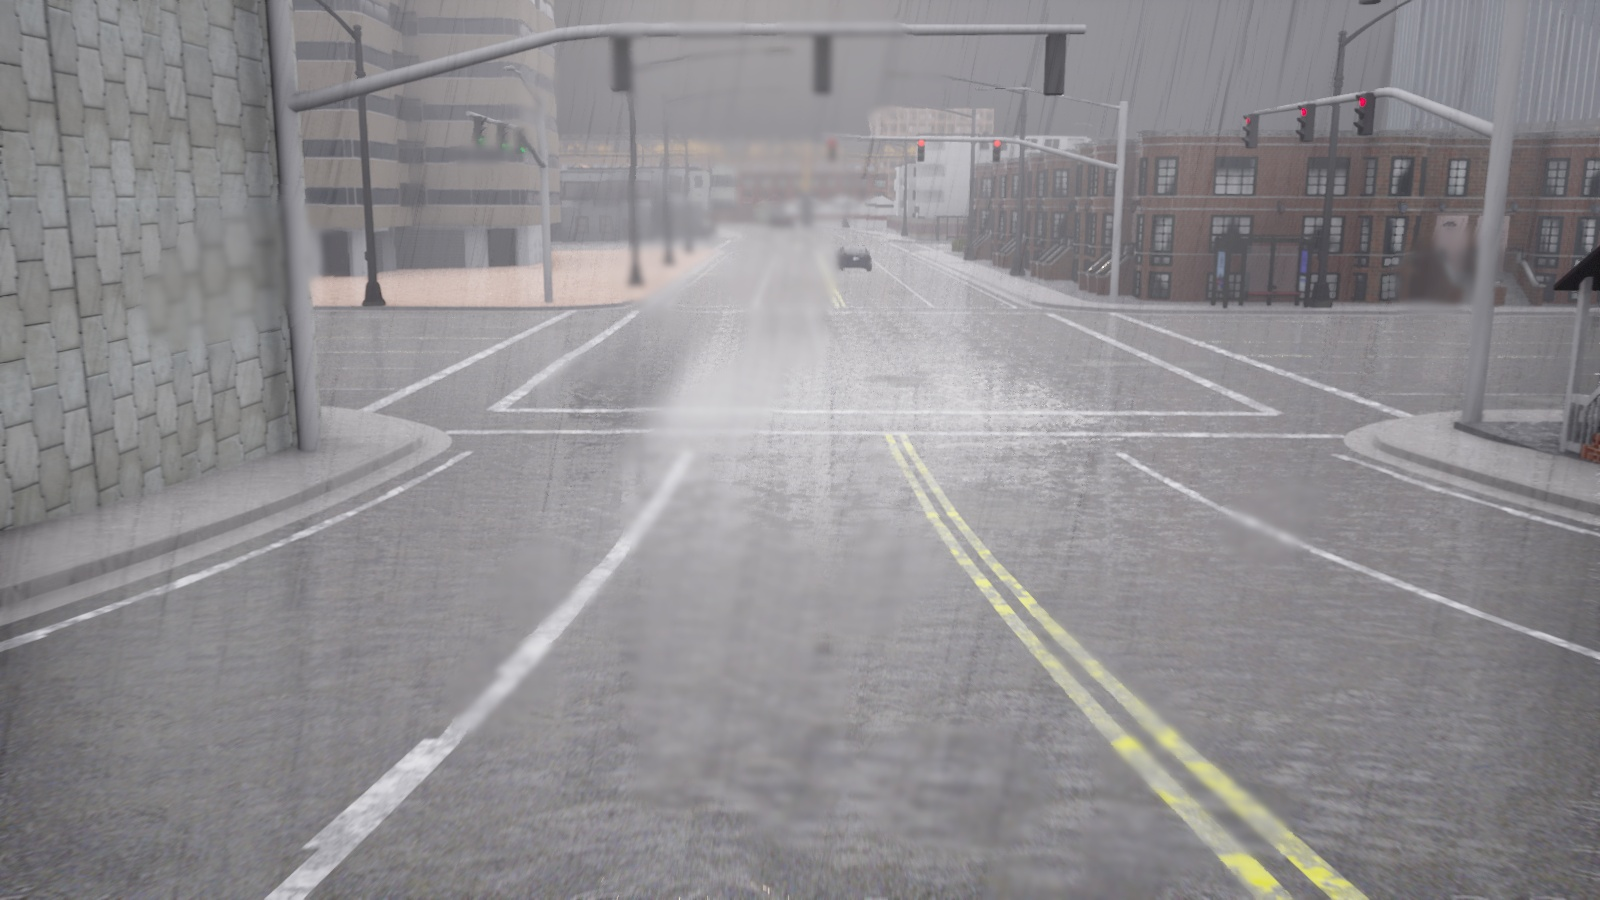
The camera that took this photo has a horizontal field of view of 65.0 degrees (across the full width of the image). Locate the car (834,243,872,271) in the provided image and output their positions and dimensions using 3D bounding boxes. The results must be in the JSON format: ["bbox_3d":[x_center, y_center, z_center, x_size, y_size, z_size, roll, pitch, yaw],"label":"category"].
[{"bbox_3d":[3.257,-11.960,77.780,2.163,1.488,4.792,0,11,0],"label":"car"}]
